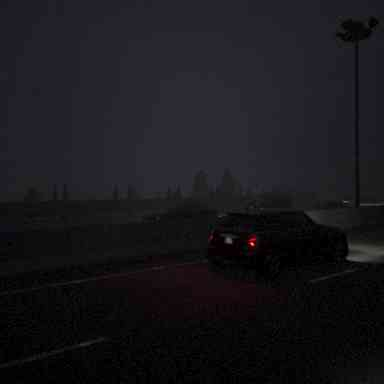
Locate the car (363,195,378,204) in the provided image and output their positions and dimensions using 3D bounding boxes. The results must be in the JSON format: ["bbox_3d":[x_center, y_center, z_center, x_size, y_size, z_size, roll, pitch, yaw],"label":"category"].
[{"bbox_3d":[28.369,1.118,52.756,1.994,1.385,4.181,0,0,30],"label":"car"}]

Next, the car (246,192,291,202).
[{"bbox_3d":[7.368,1.025,31.673,5.566,2.045,2.150,0,0,-43],"label":"car"}]

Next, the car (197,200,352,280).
[{"bbox_3d":[2.689,1.287,9.993,4.553,1.767,2.097,-1,0,-36],"label":"car"}]

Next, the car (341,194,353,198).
[{"bbox_3d":[30.552,0.999,65.732,1.994,1.385,4.181,0,0,21],"label":"car"}]

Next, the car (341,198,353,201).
[{"bbox_3d":[10.583,1.372,25.235,4.181,1.385,1.994,-1,0,-41],"label":"car"}]

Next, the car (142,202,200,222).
[{"bbox_3d":[-0.710,1.387,20.788,5.008,1.535,1.882,-1,0,-36],"label":"car"}]
